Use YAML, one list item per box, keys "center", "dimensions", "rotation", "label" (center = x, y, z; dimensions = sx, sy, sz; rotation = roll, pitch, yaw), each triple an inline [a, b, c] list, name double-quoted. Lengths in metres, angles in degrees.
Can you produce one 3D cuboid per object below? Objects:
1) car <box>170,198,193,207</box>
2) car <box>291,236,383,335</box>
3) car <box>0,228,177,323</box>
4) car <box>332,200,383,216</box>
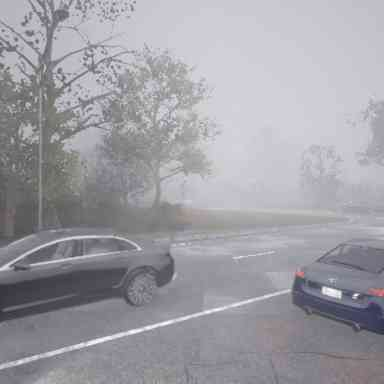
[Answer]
- center: [-1.922, 1.630, 51.844]
  dimensions: [4.674, 1.442, 1.812]
  rotation: [-1, 0, 42]
  label: "car"
- center: [3.857, 1.564, 6.445]
  dimensions: [4.181, 1.385, 1.994]
  rotation: [0, 0, -35]
  label: "car"
- center: [-2.619, 1.491, 6.404]
  dimensions: [4.902, 1.511, 2.128]
  rotation: [0, 0, -35]
  label: "car"
- center: [16.274, 1.491, 32.442]
  dimensions: [4.902, 1.511, 2.128]
  rotation: [0, 0, 44]
  label: "car"
